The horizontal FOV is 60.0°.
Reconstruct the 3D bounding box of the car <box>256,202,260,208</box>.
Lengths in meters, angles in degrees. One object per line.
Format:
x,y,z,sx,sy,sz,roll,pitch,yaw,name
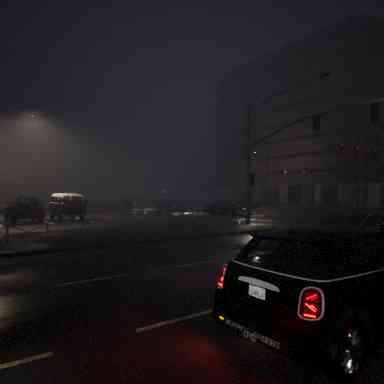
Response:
6.754,1.603,44.835,2.033,1.411,5.357,0,0,-35,car

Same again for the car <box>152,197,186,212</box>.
-2.525,1.581,39.464,1.812,1.442,4.674,0,0,-36,car

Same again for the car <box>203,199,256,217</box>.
3.168,1.603,31.431,2.033,1.411,5.357,0,0,-35,car

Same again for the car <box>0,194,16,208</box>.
-31.719,1.209,56.462,1.932,1.855,4.605,0,0,-35,car

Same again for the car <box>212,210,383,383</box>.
2.601,1.352,5.658,4.553,1.767,2.097,0,0,-35,car

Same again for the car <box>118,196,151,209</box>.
-8.287,1.407,47.579,2.097,1.767,4.553,0,0,-35,car

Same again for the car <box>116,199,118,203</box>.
-13.960,1.619,67.980,1.994,1.385,4.181,0,0,-35,car

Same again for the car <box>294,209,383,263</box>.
6.211,1.503,12.761,4.892,1.490,1.837,0,0,-36,car
